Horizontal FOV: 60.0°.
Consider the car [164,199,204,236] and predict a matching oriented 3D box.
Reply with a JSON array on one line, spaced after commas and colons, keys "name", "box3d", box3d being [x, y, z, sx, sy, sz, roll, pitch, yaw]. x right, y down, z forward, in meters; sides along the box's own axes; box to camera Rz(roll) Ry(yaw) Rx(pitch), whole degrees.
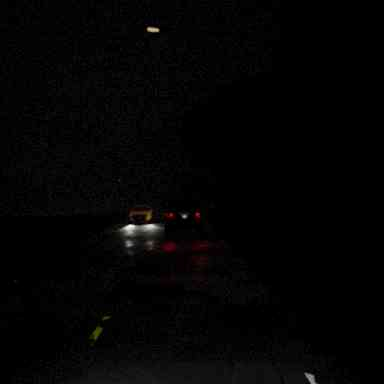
[{"name": "car", "box3d": [-0.524, 1.416, 20.085, 2.150, 2.045, 5.566, 0, -1, -3]}]

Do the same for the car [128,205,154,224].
[{"name": "car", "box3d": [-4.288, 1.829, 28.359, 1.882, 1.535, 5.008, 0, -1, -5]}]

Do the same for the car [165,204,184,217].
[{"name": "car", "box3d": [-2.151, 2.209, 40.040, 2.033, 1.411, 5.357, 0, -2, -6]}]
